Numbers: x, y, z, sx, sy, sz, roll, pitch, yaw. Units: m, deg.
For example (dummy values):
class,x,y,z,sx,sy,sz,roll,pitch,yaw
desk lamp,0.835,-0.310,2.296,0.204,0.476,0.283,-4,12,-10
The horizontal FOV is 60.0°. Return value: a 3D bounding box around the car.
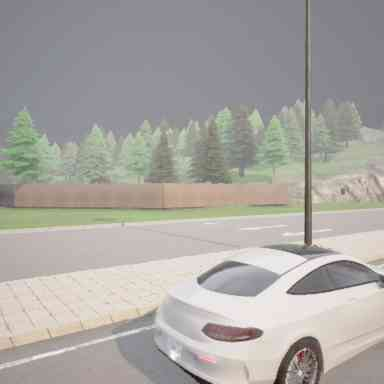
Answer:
class,x,y,z,sx,sy,sz,roll,pitch,yaw
car,1.680,1.526,4.949,4.674,1.442,1.812,0,0,-35
